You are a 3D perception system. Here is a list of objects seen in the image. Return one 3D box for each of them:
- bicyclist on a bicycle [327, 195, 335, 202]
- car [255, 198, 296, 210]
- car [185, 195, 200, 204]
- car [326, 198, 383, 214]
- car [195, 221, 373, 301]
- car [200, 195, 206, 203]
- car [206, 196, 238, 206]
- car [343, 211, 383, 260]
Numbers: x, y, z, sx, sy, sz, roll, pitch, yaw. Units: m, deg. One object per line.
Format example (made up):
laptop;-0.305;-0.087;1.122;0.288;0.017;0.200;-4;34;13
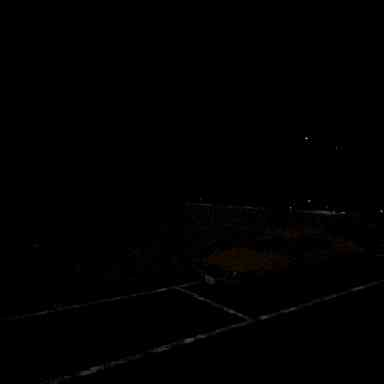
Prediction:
bicyclist on a bicycle;16.282;1.158;38.904;1.656;1.620;0.582;0;0;-34
car;9.437;1.367;37.854;1.895;1.301;4.718;1;0;-34
car;-1.283;1.192;53.556;1.895;1.301;4.718;1;0;-34
car;14.675;1.342;30.209;2.128;1.511;4.902;1;0;-34
car;2.345;1.526;8.337;4.829;1.417;1.752;0;1;-35
car;0.634;1.213;56.350;1.895;1.301;4.718;1;0;-34
car;4.313;1.247;45.347;1.994;1.385;4.181;1;0;-34
car;7.105;1.547;11.641;4.507;1.381;1.887;0;1;-35
